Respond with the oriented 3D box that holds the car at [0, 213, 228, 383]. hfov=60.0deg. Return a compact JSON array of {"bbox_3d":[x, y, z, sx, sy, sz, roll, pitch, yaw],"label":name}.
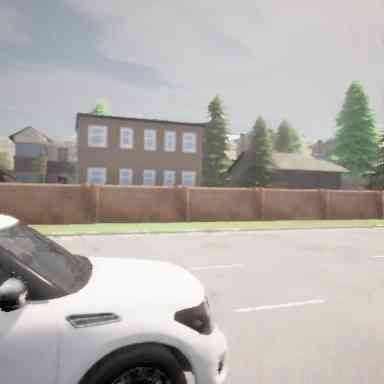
[{"bbox_3d":[-2.436,1.177,3.160,5.566,2.045,2.150,1,0,-20],"label":"car"}]
